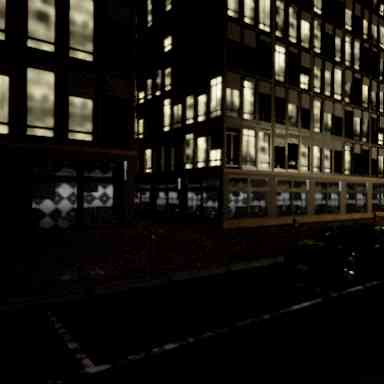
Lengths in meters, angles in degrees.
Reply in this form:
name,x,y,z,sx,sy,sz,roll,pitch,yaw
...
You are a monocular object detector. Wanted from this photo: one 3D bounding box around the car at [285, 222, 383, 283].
name,x,y,z,sx,sy,sz,roll,pitch,yaw
car,4.633,1.611,9.859,4.313,1.339,1.947,0,0,-35
